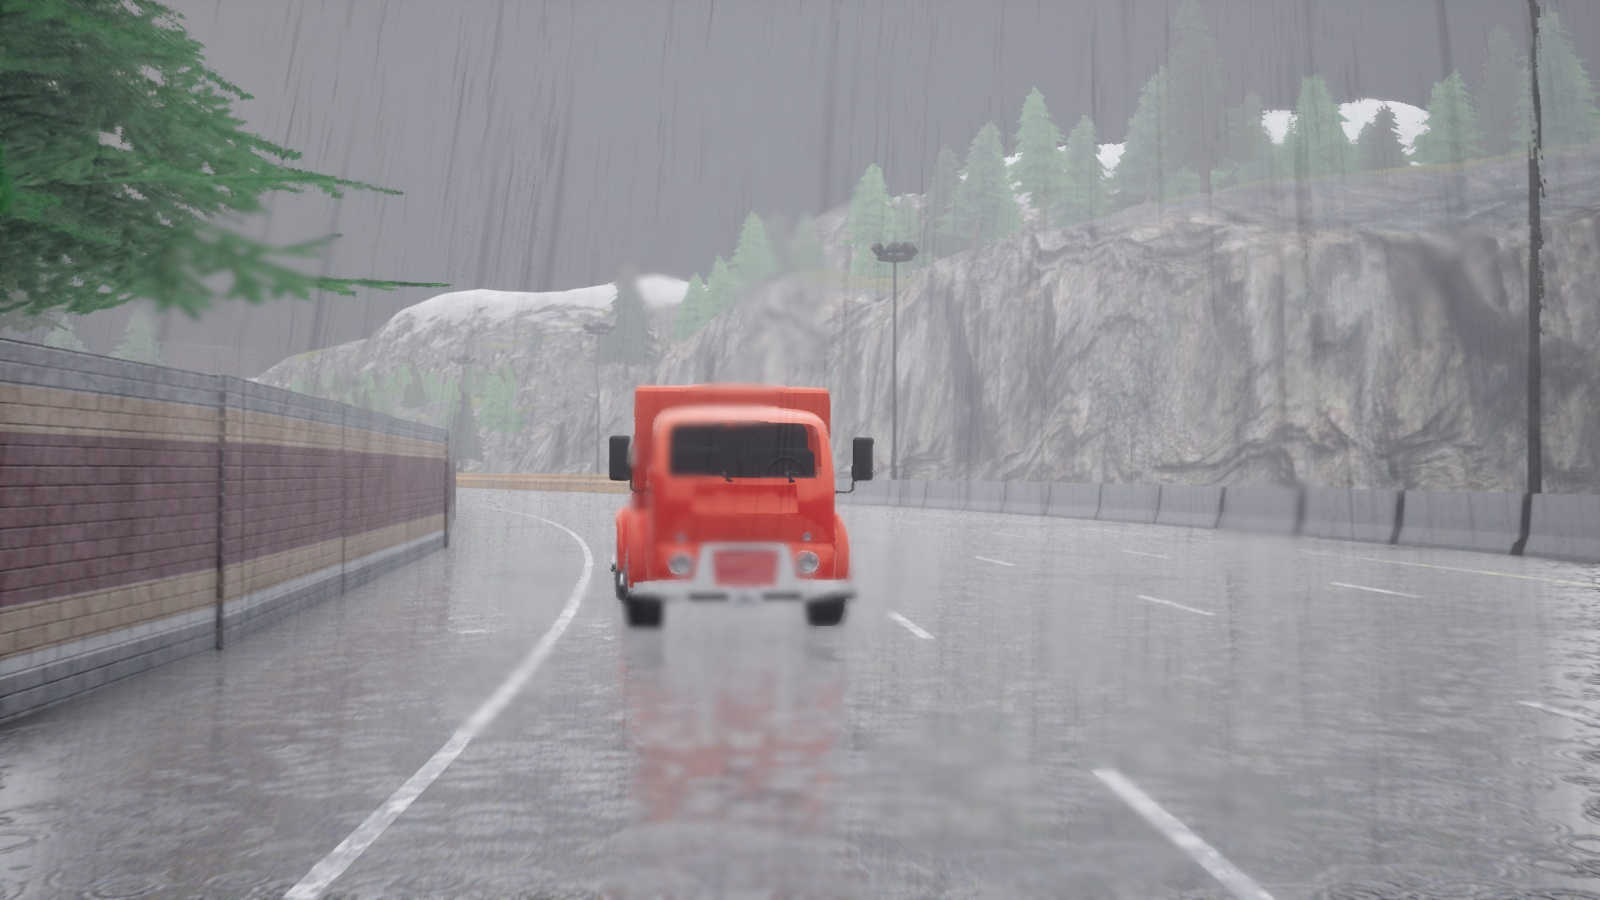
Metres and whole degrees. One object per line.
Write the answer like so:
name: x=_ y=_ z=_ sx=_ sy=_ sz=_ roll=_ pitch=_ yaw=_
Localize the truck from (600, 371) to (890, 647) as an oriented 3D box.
truck: x=-0.796 y=0.565 z=13.972 sx=2.627 sy=2.467 sz=5.204 roll=0 pitch=-1 yaw=-7
